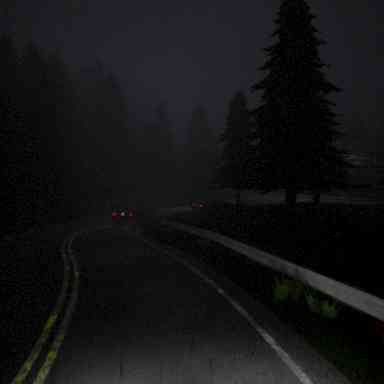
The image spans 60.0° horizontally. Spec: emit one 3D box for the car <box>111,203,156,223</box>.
[{"bbox_3d":[-4.202,1.538,24.929,2.033,1.411,5.357,1,0,11],"label":"car"}]

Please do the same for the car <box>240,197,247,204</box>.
[{"bbox_3d":[4.742,1.037,42.096,4.718,1.301,1.895,-3,5,-37],"label":"car"}]

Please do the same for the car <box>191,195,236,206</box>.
[{"bbox_3d":[2.306,1.365,35.838,5.357,1.411,2.033,-2,5,-41],"label":"car"}]
